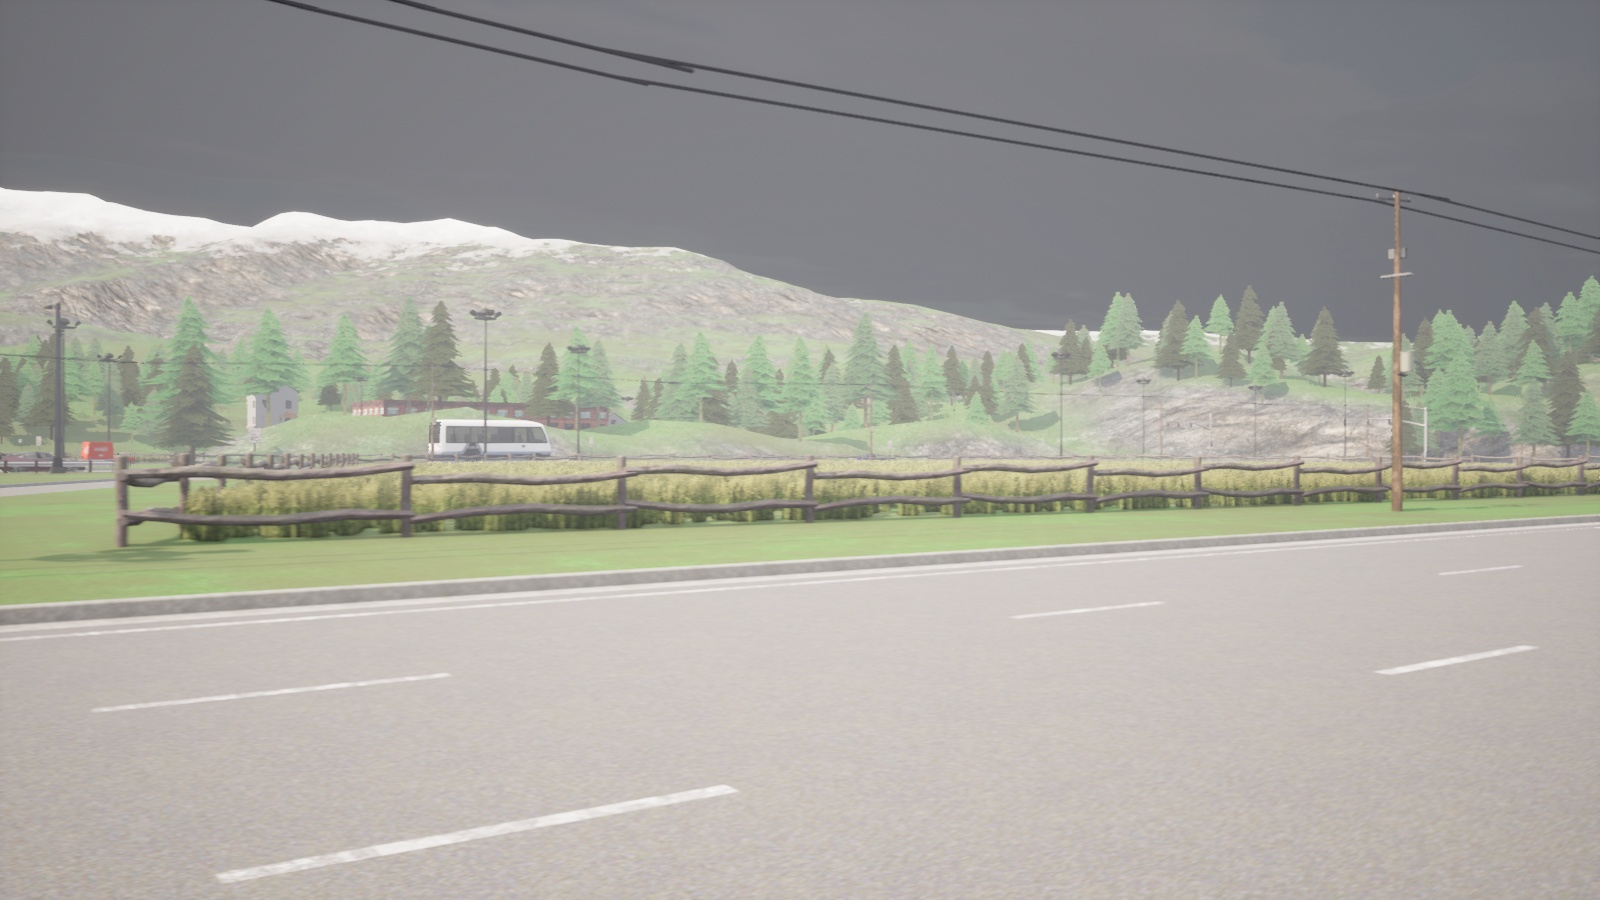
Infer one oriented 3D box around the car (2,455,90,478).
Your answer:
[{"bbox_3d":[-49.429,1.051,82.323,4.792,1.488,2.163,0,0,-35],"label":"car"}]
